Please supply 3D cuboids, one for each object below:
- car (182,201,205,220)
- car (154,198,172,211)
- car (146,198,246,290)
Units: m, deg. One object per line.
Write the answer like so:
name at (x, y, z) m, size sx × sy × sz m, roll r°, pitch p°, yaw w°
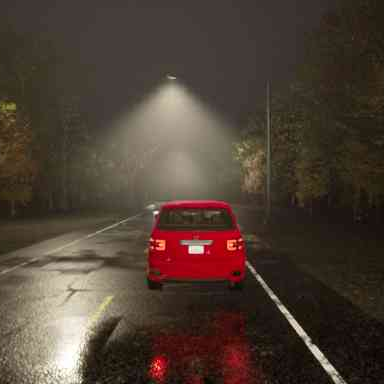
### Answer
car at (0.090, 1.538, 28.964) m, size 1.812 × 1.442 × 4.674 m, roll 0°, pitch 0°, yaw 0°
car at (-3.596, 1.543, 41.337) m, size 1.812 × 1.442 × 4.674 m, roll 0°, pitch 0°, yaw 0°
car at (0.092, 1.226, 9.202) m, size 2.150 × 2.045 × 5.566 m, roll 0°, pitch 0°, yaw 0°
